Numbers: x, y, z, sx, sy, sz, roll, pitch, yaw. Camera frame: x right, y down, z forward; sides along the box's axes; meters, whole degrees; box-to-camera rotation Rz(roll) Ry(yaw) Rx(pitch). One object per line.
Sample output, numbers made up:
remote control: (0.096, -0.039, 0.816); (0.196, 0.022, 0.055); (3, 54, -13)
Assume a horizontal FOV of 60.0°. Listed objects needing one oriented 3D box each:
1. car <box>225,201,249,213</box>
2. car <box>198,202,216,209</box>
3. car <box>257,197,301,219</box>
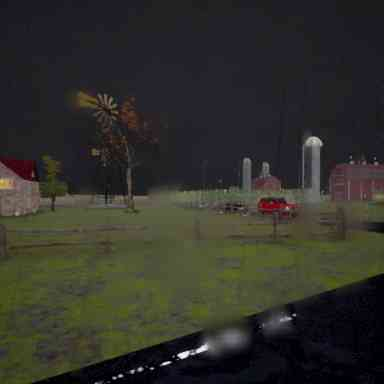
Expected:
car: (5.842, 1.958, 43.658); (2.128, 1.511, 4.902); (1, -1, -15)
car: (2.554, 2.272, 56.235); (1.895, 1.301, 4.718); (1, -1, -15)
car: (8.567, 1.526, 33.387); (2.150, 2.045, 5.566); (1, -1, -15)
